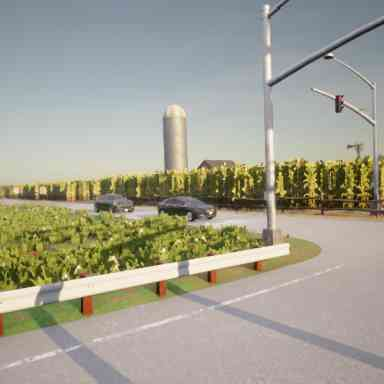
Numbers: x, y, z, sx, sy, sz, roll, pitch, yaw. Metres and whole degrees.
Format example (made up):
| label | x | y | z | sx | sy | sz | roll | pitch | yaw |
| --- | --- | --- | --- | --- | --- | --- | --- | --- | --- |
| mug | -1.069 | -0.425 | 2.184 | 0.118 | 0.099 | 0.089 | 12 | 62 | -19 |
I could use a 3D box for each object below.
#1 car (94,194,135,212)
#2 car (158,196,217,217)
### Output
| label | x | y | z | sx | sy | sz | roll | pitch | yaw |
| --- | --- | --- | --- | --- | --- | --- | --- | --- | --- |
| car | -7.072 | 0.967 | 30.048 | 2.097 | 1.767 | 4.553 | -3 | 2 | -40 |
| car | -0.432 | 1.080 | 22.233 | 1.837 | 1.490 | 4.892 | -3 | 2 | -40 |
